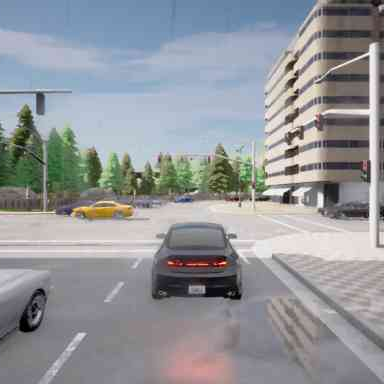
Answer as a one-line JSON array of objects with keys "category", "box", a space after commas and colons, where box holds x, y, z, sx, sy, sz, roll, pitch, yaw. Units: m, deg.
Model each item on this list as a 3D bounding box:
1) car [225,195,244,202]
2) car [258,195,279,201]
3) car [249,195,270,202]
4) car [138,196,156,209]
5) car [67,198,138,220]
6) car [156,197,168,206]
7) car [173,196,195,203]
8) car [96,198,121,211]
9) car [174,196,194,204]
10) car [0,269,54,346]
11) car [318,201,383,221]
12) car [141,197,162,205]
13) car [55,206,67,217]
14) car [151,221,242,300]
[{"category": "car", "box": [9.710, 1.478, 75.109, 5.008, 1.535, 1.882, 0, 0, -41]}, {"category": "car", "box": [18.507, 1.500, 80.625, 4.892, 1.490, 1.837, 0, 0, -22]}, {"category": "car", "box": [15.183, 1.595, 74.838, 4.718, 1.301, 1.895, 0, 0, -33]}, {"category": "car", "box": [-6.757, 1.352, 46.477, 2.097, 1.767, 4.553, 0, 0, 3]}, {"category": "car", "box": [-7.297, 1.510, 27.479, 5.008, 1.535, 1.882, 0, 0, 0]}, {"category": "car", "box": [-5.631, 1.601, 56.257, 1.895, 1.301, 4.718, 0, 0, 14]}, {"category": "car", "box": [-1.640, 1.540, 73.169, 2.033, 1.411, 5.357, 0, 0, 34]}, {"category": "car", "box": [-10.399, 1.505, 41.671, 1.837, 1.490, 4.892, 0, 0, 2]}, {"category": "car", "box": [-1.724, 1.478, 66.405, 1.882, 1.535, 5.008, 0, 0, 29]}, {"category": "car", "box": [-3.426, 1.601, 3.869, 1.895, 1.301, 4.718, 0, 0, 0]}, {"category": "car", "box": [13.483, 1.560, 27.537, 4.892, 1.490, 1.837, 0, 0, -1]}, {"category": "car", "box": [-7.446, 1.601, 62.243, 1.895, 1.301, 4.718, 0, 0, 21]}, {"category": "car", "box": [-10.249, 1.567, 30.961, 4.674, 1.442, 1.812, 0, 0, 0]}, {"category": "car", "box": [0.116, 1.505, 8.390, 1.837, 1.490, 4.892, 0, 0, 1]}]
